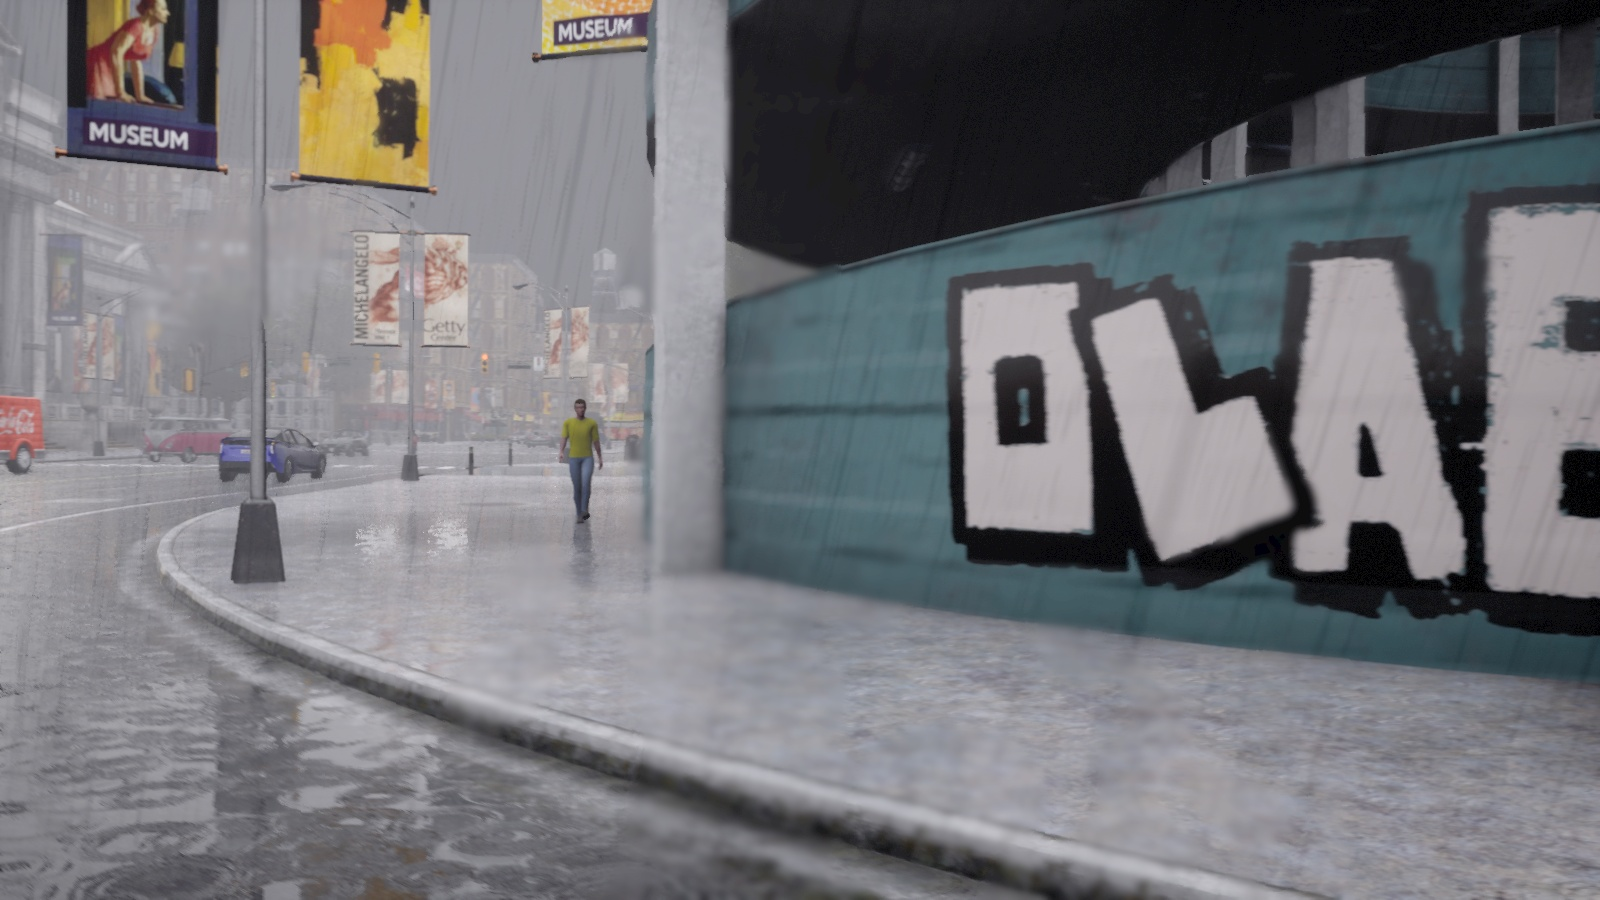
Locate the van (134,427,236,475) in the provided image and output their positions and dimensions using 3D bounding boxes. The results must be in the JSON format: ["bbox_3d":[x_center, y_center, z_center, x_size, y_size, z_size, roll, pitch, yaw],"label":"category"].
[{"bbox_3d":[-26.567,0.021,54.418,1.775,1.987,4.442,-1,1,7],"label":"van"}]

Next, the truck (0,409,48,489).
[{"bbox_3d":[-25.881,-0.026,38.632,2.627,2.467,5.204,-1,1,-4],"label":"truck"}]

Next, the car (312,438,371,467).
[{"bbox_3d":[-24.281,0.108,66.643,1.816,1.474,4.193,-1,1,-4],"label":"car"}]

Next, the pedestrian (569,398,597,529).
[{"bbox_3d":[-3.105,0.188,17.994,0.354,1.836,0.706,-1,1,-8],"label":"pedestrian"}]

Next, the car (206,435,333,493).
[{"bbox_3d":[-15.181,0.349,36.198,2.007,1.525,4.514,-1,1,-4],"label":"car"}]
